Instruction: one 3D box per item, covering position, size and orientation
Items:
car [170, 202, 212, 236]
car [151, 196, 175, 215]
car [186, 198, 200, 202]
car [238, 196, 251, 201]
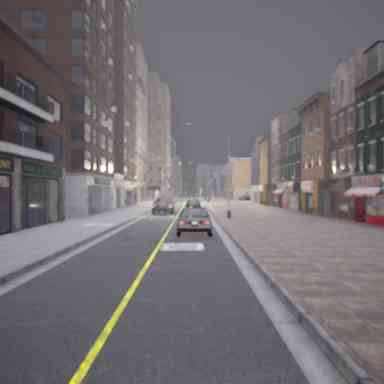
[{"bbox_3d":[0.114,1.514,18.296,2.033,1.411,5.357,0,0,0],"label":"car"},{"bbox_3d":[-2.766,1.291,33.012,2.097,1.767,4.553,0,0,1],"label":"car"},{"bbox_3d":[0.131,1.484,44.101,1.994,1.385,4.181,0,0,0],"label":"car"},{"bbox_3d":[13.278,1.548,79.953,4.313,1.339,1.947,0,0,0],"label":"car"}]
